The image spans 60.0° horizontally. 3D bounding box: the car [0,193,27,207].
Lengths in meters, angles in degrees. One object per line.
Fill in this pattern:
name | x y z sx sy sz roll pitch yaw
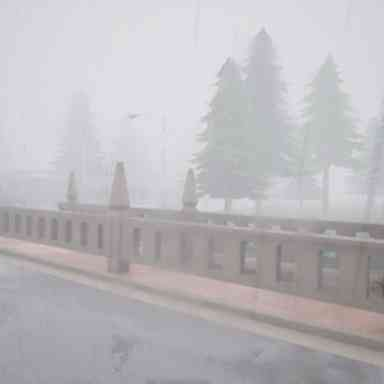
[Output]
car | -18.422 0.875 31.736 1.837 1.490 4.892 1 1 38
